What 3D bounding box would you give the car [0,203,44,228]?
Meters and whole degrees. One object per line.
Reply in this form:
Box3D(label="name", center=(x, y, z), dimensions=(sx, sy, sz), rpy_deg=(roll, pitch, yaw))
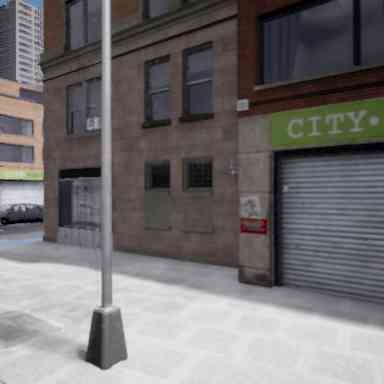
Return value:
Box3D(label="car", center=(-10.944, 1.426, 20.928), dimensions=(2.033, 1.411, 5.357), rpy_deg=(0, 0, 34))
